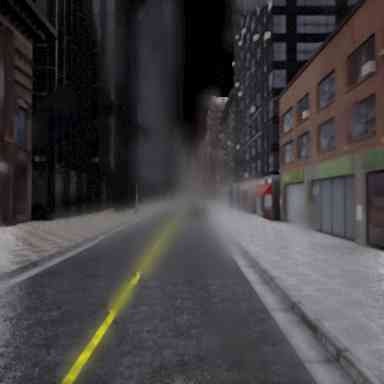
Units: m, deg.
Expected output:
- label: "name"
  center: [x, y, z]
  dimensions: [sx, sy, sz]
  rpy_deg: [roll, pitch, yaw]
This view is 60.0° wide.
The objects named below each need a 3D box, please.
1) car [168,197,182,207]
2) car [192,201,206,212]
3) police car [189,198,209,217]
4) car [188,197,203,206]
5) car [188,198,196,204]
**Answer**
- label: "car"
  center: [-3.017, 2.198, 65.067]
  dimensions: [2.128, 1.511, 4.902]
  rpy_deg: [0, -1, 1]
- label: "car"
  center: [0.902, 2.010, 47.111]
  dimensions: [1.837, 1.490, 4.892]
  rpy_deg: [0, -1, 0]
- label: "police car"
  center: [0.902, 1.823, 37.222]
  dimensions: [1.930, 1.638, 5.238]
  rpy_deg: [0, -1, 0]
- label: "car"
  center: [0.903, 1.796, 53.145]
  dimensions: [2.150, 2.045, 5.566]
  rpy_deg: [0, -1, 0]
- label: "car"
  center: [0.003, 2.360, 88.955]
  dimensions: [2.128, 1.511, 4.902]
  rpy_deg: [0, -1, 0]
